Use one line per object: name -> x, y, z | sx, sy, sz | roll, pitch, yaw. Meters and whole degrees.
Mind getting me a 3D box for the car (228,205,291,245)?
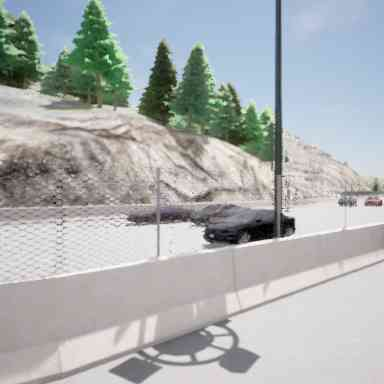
car -> 2.742, 1.507, 15.121 | 5.008, 1.535, 1.882 | 0, 0, -40
